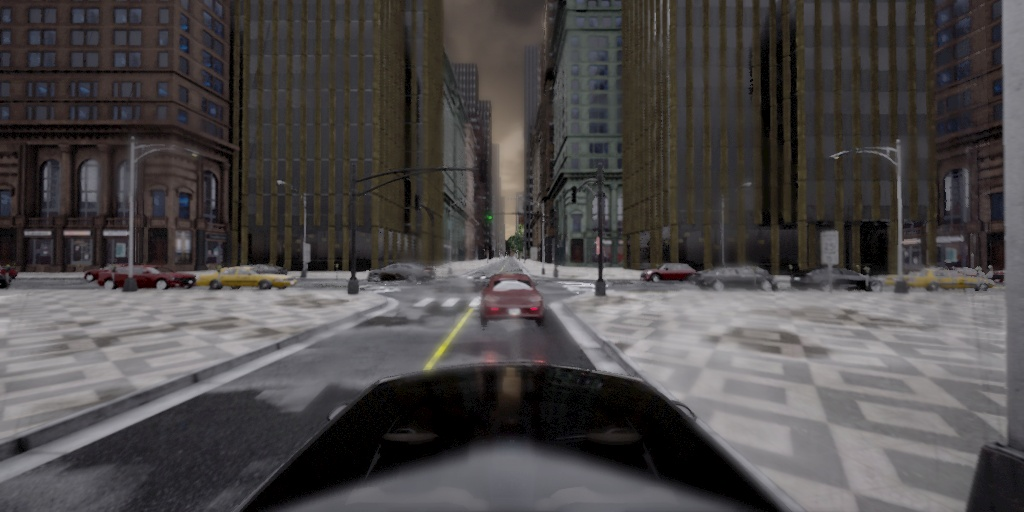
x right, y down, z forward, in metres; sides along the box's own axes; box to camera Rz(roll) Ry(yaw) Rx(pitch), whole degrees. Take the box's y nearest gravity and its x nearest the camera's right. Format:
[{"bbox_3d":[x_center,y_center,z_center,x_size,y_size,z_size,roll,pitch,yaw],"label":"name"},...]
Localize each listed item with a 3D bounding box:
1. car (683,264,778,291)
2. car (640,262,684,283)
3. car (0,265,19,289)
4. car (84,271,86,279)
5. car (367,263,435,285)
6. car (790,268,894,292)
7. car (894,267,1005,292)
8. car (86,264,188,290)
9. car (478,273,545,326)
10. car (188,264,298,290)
[{"bbox_3d":[12.326,1.285,19.965,4.403,1.370,2.007,0,0,0],"label":"car"},{"bbox_3d":[12.327,1.302,28.490,4.097,1.591,1.967,0,0,0],"label":"car"},{"bbox_3d":[-30.663,1.186,19.818,4.313,1.339,1.948,0,0,0],"label":"car"},{"bbox_3d":[-30.961,1.292,28.341,4.507,1.381,1.888,0,0,0],"label":"car"},{"bbox_3d":[-7.956,1.243,25.675,4.902,1.511,2.128,0,-2,13],"label":"car"},{"bbox_3d":[17.996,1.322,19.985,4.313,1.339,1.948,0,0,0],"label":"car"},{"bbox_3d":[23.833,1.306,20.005,4.829,1.417,1.751,0,0,0],"label":"car"},{"bbox_3d":[-20.063,1.186,19.855,4.507,1.381,1.888,0,0,0],"label":"car"},{"bbox_3d":[-0.087,1.276,11.543,1.812,1.442,4.674,0,0,-4],"label":"car"},{"bbox_3d":[-14.593,1.178,19.873,4.829,1.417,1.751,0,0,0],"label":"car"}]
